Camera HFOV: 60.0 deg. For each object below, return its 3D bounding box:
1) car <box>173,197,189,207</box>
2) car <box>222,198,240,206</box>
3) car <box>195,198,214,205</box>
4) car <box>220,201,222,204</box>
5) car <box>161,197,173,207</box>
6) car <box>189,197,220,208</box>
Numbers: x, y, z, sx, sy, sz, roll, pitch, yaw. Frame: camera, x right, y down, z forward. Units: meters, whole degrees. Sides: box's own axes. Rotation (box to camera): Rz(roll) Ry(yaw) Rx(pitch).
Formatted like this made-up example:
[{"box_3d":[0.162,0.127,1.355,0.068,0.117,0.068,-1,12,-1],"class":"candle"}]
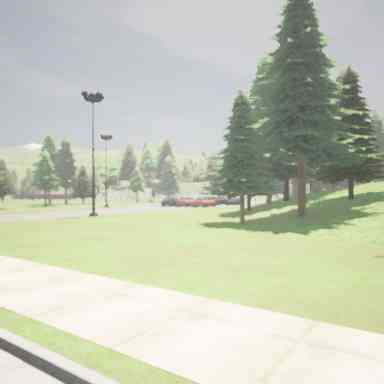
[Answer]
[{"box_3d":[-0.580,1.656,56.802,2.097,1.767,4.553,-1,0,37],"class":"car"},{"box_3d":[8.149,1.836,62.898,1.994,1.385,4.181,-1,0,36],"class":"car"},{"box_3d":[2.545,1.899,67.072,1.994,1.385,4.181,-1,0,36],"class":"car"},{"box_3d":[5.060,1.656,64.606,2.097,1.767,4.553,-1,0,36],"class":"car"},{"box_3d":[-3.344,1.687,58.873,2.097,1.767,4.553,-1,0,37],"class":"car"},{"box_3d":[2.123,1.624,54.569,2.097,1.767,4.553,-1,0,37],"class":"car"}]
